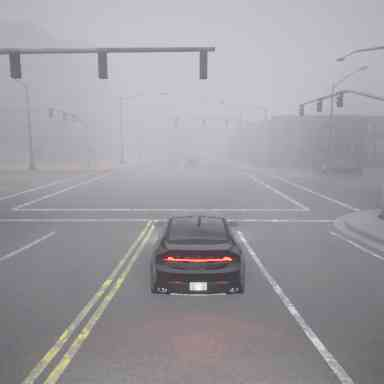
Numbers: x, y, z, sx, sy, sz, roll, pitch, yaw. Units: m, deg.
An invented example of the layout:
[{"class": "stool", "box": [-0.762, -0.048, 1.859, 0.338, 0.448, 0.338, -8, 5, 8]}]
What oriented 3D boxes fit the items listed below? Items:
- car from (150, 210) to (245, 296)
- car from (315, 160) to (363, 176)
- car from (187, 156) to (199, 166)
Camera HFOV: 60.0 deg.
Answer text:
[{"class": "car", "box": [0.114, 1.198, 8.086, 1.837, 1.490, 4.892, 0, 4, 0]}, {"class": "car", "box": [15.660, -2.662, 35.574, 4.553, 1.767, 2.097, 0, 8, 0]}, {"class": "car", "box": [0.130, -4.825, 51.569, 2.033, 1.411, 5.357, 0, 8, 2]}]
